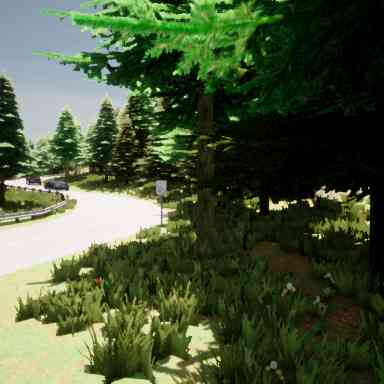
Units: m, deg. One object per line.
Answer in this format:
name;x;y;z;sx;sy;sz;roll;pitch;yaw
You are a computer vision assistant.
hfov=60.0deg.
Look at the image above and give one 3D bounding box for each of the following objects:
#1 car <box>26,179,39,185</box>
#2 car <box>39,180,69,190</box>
car;-25.451;-1.912;53.406;1.837;1.490;4.892;0;5;-33
car;-18.827;-0.986;46.137;4.181;1.385;1.994;6;4;40
